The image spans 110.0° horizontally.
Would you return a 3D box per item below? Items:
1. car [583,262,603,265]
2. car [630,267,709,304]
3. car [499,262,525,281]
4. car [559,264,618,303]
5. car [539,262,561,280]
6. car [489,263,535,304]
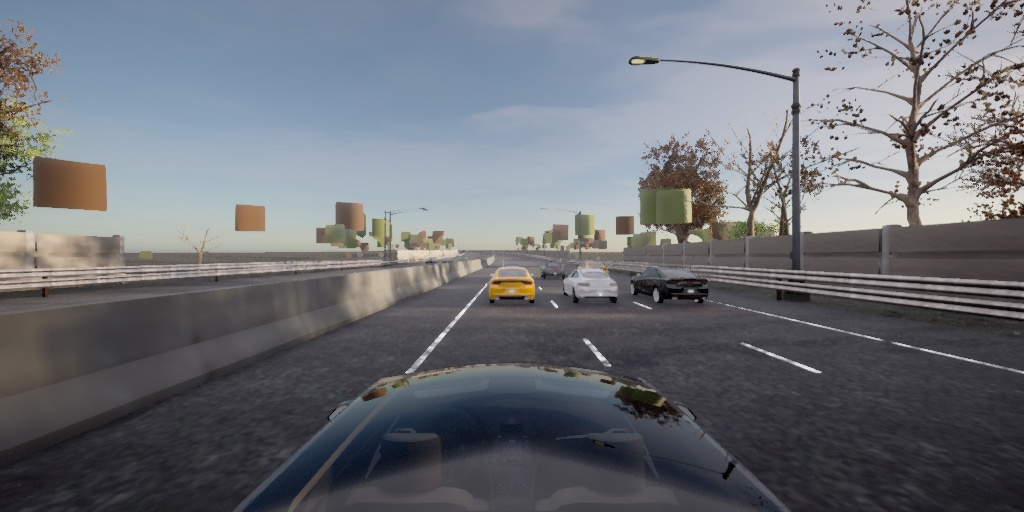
[{"bbox_3d":[7.000,1.232,31.500,1.882,1.535,5.008,0,0,0],"label":"car"},{"bbox_3d":[7.000,1.233,16.500,1.882,1.535,5.008,0,0,0],"label":"car"},{"bbox_3d":[0.000,1.311,31.500,2.033,1.411,5.357,0,0,0],"label":"car"},{"bbox_3d":[3.500,1.281,16.500,1.812,1.442,4.674,0,0,0],"label":"car"},{"bbox_3d":[3.500,1.243,31.500,2.128,1.511,4.902,0,0,0],"label":"car"},{"bbox_3d":[0.000,1.233,16.500,1.882,1.535,5.008,0,0,0],"label":"car"}]
